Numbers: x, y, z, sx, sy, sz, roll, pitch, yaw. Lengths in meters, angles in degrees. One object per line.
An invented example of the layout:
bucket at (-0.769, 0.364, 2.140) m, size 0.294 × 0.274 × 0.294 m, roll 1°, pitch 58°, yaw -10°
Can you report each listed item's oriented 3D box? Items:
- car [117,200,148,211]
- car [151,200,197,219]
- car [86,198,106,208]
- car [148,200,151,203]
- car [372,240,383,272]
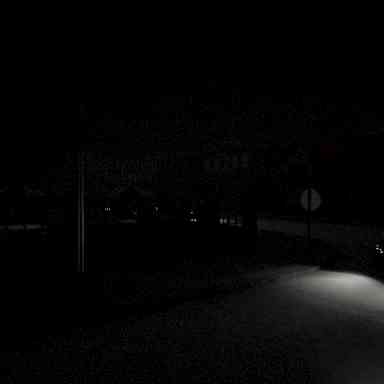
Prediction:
car at (-7.482, 1.547, 38.140) m, size 2.033 × 1.411 × 5.357 m, roll 0°, pitch 0°, yaw -35°
car at (-1.427, 1.505, 29.629) m, size 1.837 × 1.490 × 4.892 m, roll 0°, pitch 0°, yaw -35°
car at (-13.579, 1.526, 46.782) m, size 1.812 × 1.442 × 4.674 m, roll 0°, pitch 0°, yaw -35°
car at (-5.987, 1.547, 43.264) m, size 2.033 × 1.411 × 5.357 m, roll 0°, pitch 0°, yaw -35°
car at (7.126, 1.526, 9.691) m, size 4.674 × 1.442 × 1.812 m, roll 0°, pitch 0°, yaw -36°
